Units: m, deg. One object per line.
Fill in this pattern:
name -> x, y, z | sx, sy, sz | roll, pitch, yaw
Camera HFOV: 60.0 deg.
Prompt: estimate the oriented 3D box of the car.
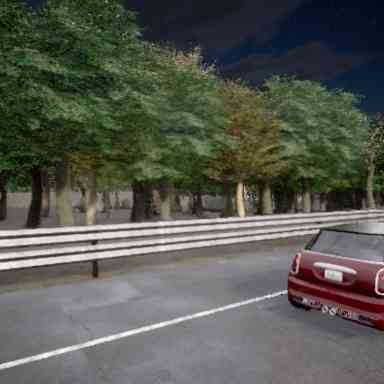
car -> 4.017, 1.372, 6.614 | 4.553, 1.767, 2.097 | 0, 0, -36
